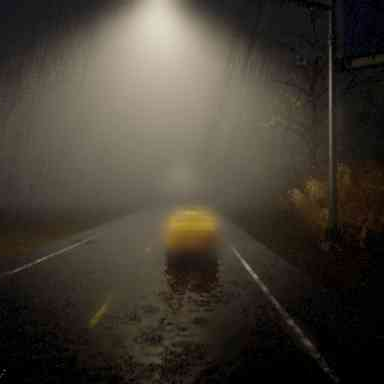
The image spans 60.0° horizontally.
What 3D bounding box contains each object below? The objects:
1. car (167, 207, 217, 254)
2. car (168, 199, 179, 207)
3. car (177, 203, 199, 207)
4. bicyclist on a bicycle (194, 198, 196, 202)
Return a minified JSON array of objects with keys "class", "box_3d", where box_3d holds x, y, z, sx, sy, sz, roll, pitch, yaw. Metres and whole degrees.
[{"class":"car","box_3d":[0.016,1.621,14.233,1.882,1.535,5.008,0,0,0]},{"class":"car","box_3d":[-3.563,2.148,64.591,1.837,1.490,4.892,0,-1,1]},{"class":"car","box_3d":[0.002,1.850,28.478,1.994,1.385,4.181,0,0,0]},{"class":"bicyclist on a bicycle","box_3d":[0.909,2.370,91.979,0.582,1.620,1.656,0,-1,0]}]
